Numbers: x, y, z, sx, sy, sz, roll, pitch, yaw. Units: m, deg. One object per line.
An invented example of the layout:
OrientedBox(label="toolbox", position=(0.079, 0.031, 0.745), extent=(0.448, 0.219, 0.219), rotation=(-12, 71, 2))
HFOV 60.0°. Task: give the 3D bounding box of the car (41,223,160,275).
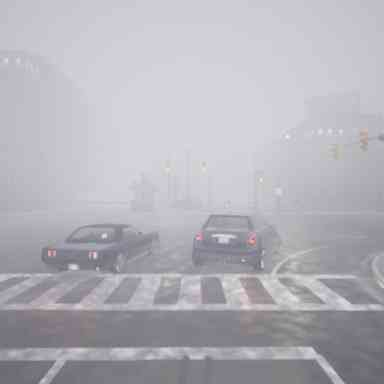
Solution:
OrientedBox(label="car", position=(-2.571, 1.664, 10.794), extent=(1.895, 1.301, 4.718), rotation=(0, 0, 13))

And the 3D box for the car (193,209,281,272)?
OrientedBox(label="car", position=(1.697, 1.417, 11.462), extent=(2.097, 1.767, 4.553), rotation=(0, 0, 22))
